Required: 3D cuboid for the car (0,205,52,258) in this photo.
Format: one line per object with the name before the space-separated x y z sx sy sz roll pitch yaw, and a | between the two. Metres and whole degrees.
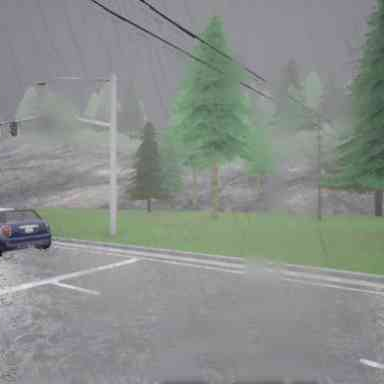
car | -7.568 1.368 12.822 4.553 1.767 2.097 0 0 31
